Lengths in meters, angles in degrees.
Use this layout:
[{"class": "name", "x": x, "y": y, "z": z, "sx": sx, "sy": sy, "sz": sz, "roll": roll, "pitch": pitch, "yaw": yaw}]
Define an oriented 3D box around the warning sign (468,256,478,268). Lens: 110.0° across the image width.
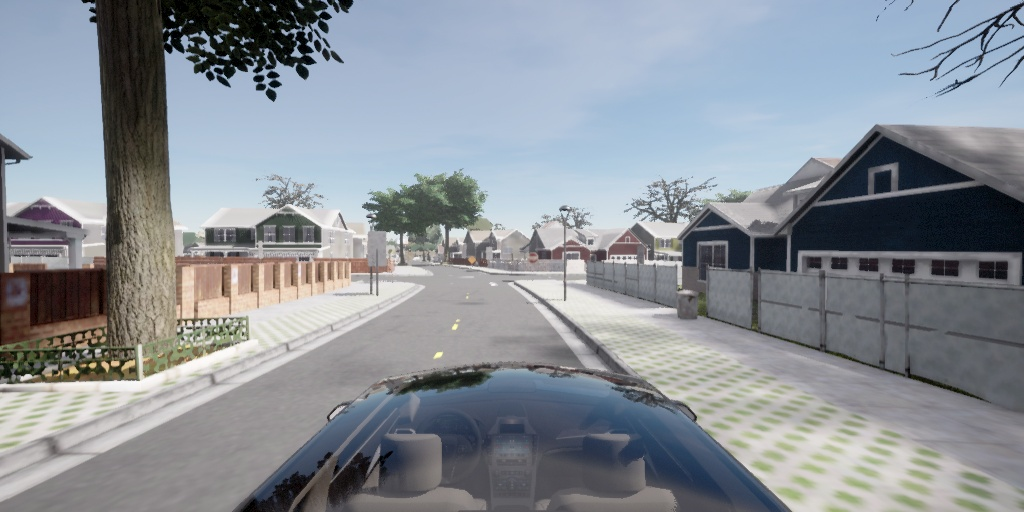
[{"class": "warning sign", "x": -6.178, "y": 0.884, "z": 55.118, "sx": 1.300, "sy": 1.860, "sz": 1.060, "roll": 0, "pitch": 0, "yaw": -18}]
